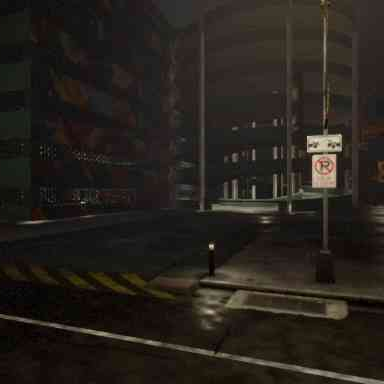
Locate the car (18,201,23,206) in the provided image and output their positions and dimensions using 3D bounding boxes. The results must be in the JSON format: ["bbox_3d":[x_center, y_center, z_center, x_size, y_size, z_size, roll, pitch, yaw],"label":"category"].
[{"bbox_3d":[-20.326,1.463,43.492,4.718,1.301,1.895,0,0,20],"label":"car"}]

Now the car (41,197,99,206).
[{"bbox_3d":[-11.903,1.320,32.363,4.674,1.452,2.002,0,0,20],"label":"car"}]

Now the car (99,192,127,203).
[{"bbox_3d":[-14.639,1.028,61.114,5.566,2.045,2.435,0,0,20],"label":"car"}]
